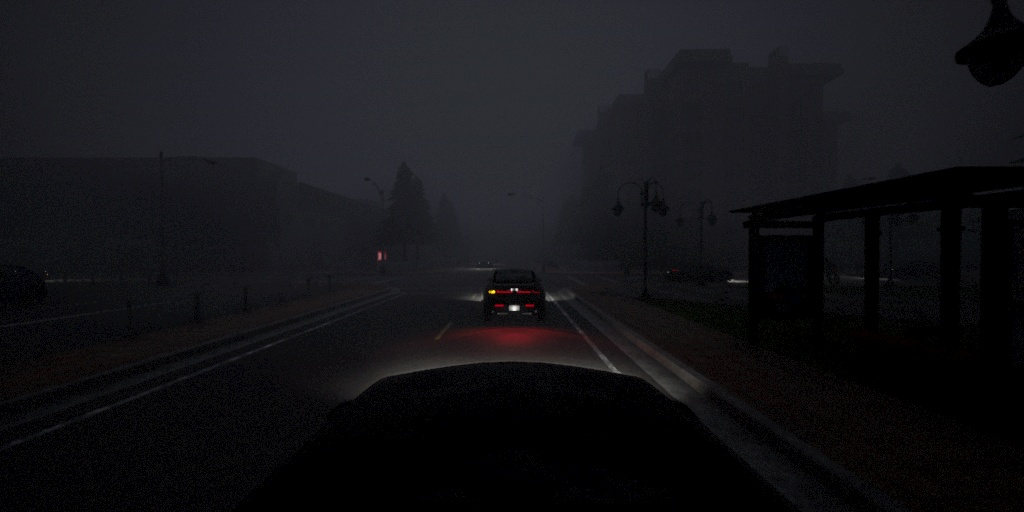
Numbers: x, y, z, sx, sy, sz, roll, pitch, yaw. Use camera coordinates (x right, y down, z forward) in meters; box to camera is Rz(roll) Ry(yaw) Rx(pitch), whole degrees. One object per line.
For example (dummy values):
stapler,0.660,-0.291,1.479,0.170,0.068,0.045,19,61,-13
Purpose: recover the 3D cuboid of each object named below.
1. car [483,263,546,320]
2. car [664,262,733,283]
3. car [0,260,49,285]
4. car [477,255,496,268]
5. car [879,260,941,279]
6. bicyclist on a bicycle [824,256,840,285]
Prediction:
car,0.076,1.153,12.186,1.837,1.490,4.892,0,0,0
car,12.711,1.079,24.589,4.181,1.385,1.994,0,1,0
car,-35.675,1.014,25.113,4.892,1.490,1.837,0,1,1
car,-3.587,0.782,48.109,1.882,1.535,5.008,0,1,0
car,31.104,1.006,28.136,4.674,1.442,1.812,0,1,0
bicyclist on a bicycle,18.282,0.852,20.794,0.582,1.620,1.656,0,0,1
